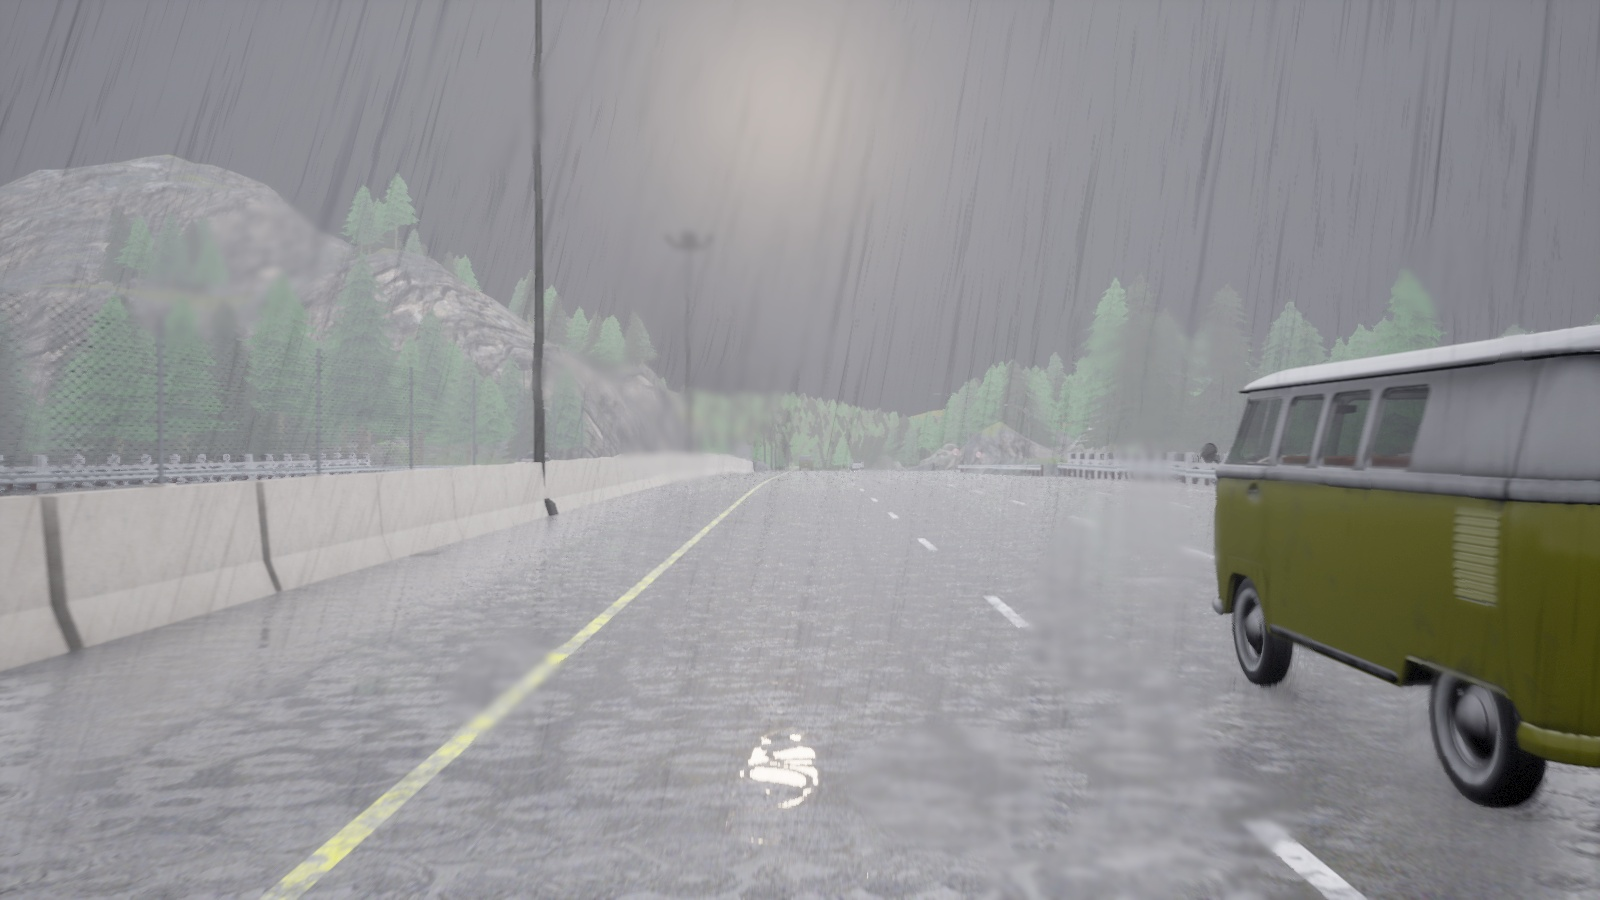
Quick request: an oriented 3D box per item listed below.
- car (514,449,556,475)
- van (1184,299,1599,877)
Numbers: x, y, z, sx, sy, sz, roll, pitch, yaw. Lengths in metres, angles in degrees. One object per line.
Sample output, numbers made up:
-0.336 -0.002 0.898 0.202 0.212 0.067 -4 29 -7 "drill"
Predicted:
-17.026 0.784 80.843 1.851 1.617 3.988 0 -1 0 "car"
3.553 0.465 6.533 1.775 1.987 4.442 0 0 0 "van"
